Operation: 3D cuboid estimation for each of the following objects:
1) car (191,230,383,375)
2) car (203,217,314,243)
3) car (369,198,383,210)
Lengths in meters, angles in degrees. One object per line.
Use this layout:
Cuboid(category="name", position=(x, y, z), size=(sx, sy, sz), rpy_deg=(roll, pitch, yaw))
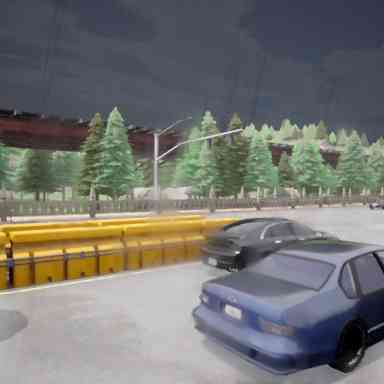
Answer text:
Cuboid(category="car", position=(2.569, 1.550, 5.621), size=(5.357, 1.411, 2.033), rpy_deg=(0, 0, -35))
Cuboid(category="car", position=(2.500, 1.509, 9.861), size=(4.892, 1.490, 1.837), rpy_deg=(0, 0, -35))
Cuboid(category="car", position=(25.032, 1.512, 43.382), size=(4.902, 1.511, 2.128), rpy_deg=(0, 0, -36))
